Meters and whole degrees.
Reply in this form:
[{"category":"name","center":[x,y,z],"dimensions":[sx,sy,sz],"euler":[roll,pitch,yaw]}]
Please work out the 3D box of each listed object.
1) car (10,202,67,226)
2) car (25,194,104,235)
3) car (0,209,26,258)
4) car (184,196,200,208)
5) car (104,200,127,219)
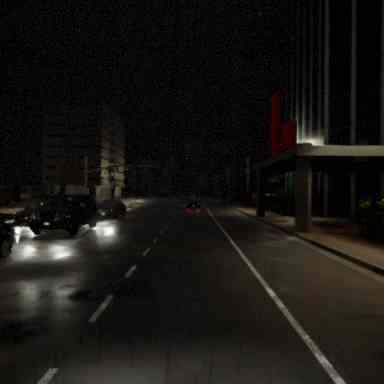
[{"category":"car","center":[-10.465,1.474,23.073],"dimensions":[1.994,1.385,4.181],"euler":[0,0,0]},{"category":"car","center":[-6.914,1.155,18.615],"dimensions":[2.150,2.045,5.566],"euler":[0,0,0]},{"category":"car","center":[-7.059,1.446,9.621],"dimensions":[1.837,1.490,4.892],"euler":[0,0,0]},{"category":"car","center":[0.229,1.574,47.357],"dimensions":[1.895,1.301,4.718],"euler":[0,0,0]},{"category":"car","center":[-6.886,1.423,28.428],"dimensions":[2.128,1.511,4.902],"euler":[0,0,1]}]
